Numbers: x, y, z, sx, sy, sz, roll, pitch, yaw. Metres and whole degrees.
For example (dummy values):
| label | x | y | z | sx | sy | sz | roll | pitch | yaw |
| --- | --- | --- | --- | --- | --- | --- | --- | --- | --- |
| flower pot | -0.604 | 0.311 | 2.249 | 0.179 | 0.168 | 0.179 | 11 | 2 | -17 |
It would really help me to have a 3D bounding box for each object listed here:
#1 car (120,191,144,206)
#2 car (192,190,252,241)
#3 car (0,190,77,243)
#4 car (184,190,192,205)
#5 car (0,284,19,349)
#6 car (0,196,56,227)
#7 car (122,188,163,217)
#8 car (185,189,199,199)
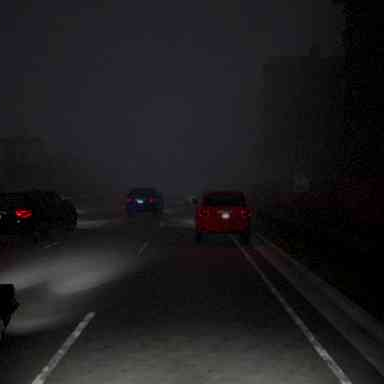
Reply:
| label | x | y | z | sx | sy | sz | roll | pitch | yaw |
| --- | --- | --- | --- | --- | --- | --- | --- | --- | --- |
| car | -6.899 | 0.679 | 38.667 | 1.837 | 1.490 | 4.892 | 0 | 1 | 0 |
| car | 1.225 | 0.906 | 14.793 | 2.150 | 2.045 | 5.566 | 0 | 1 | 0 |
| car | -6.899 | 0.910 | 14.502 | 2.150 | 2.045 | 5.566 | 0 | 1 | 0 |
| car | 0.031 | 0.701 | 38.649 | 1.812 | 1.442 | 4.674 | 0 | 1 | 1 |
| car | -3.400 | 1.542 | 2.625 | 1.895 | 1.301 | 4.718 | 0 | 1 | 0 |
| car | -10.400 | 1.056 | 20.344 | 2.128 | 1.511 | 4.902 | 0 | 1 | 0 |
| car | -3.400 | 0.696 | 24.543 | 2.150 | 2.045 | 5.566 | 0 | 1 | 0 |
| car | 0.035 | 0.339 | 54.003 | 2.128 | 1.511 | 4.902 | 0 | 1 | 0 |
